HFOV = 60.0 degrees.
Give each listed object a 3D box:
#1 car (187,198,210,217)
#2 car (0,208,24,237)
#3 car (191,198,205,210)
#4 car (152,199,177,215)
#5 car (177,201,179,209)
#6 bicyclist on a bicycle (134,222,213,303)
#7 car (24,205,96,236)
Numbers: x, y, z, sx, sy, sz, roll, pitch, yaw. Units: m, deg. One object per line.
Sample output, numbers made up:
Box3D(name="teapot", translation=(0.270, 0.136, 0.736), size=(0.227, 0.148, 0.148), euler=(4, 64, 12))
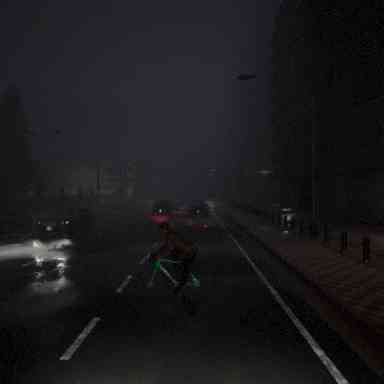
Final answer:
Box3D(name="car", translation=(0.587, 1.524, 31.356), size=(1.812, 1.442, 4.674), euler=(0, 0, 1))
Box3D(name="car", translation=(-10.303, 1.563, 17.945), size=(1.994, 1.385, 4.181), euler=(0, 0, 1))
Box3D(name="car", translation=(0.800, 1.523, 44.187), size=(1.812, 1.442, 4.674), euler=(0, 0, 1))
Box3D(name="car", translation=(-2.881, 1.503, 33.382), size=(1.837, 1.490, 4.892), euler=(0, 0, 1))
Box3D(name="car", translation=(-2.730, 1.561, 42.293), size=(1.994, 1.385, 4.181), euler=(0, 0, 1))
Box3D(name="bicyclist on a bicycle", translation=(-0.398, 1.449, 6.907), size=(1.656, 1.620, 0.582), euler=(-2, 0, 1))
Box3D(name="car", translation=(-6.791, 1.492, 18.364), size=(2.128, 1.511, 4.902), euler=(0, 0, 1))
